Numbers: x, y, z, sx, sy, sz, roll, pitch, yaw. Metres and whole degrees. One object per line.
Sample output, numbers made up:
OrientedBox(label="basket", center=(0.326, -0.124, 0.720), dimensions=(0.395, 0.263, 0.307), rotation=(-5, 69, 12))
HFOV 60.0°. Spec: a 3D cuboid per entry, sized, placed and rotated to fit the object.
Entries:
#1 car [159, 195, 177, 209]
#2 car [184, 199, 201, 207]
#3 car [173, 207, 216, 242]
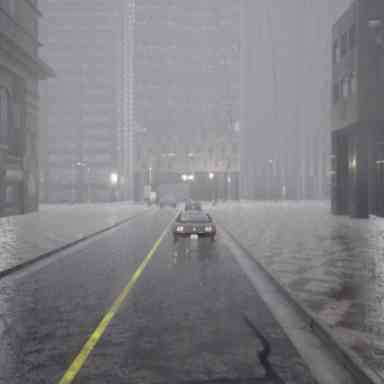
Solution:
OrientedBox(label="car", center=(-3.001, 1.175, 42.497), dimensions=(2.097, 1.767, 4.553), rotation=(0, 0, 0))
OrientedBox(label="car", center=(0.100, 1.539, 38.186), dimensions=(1.812, 1.442, 4.674), rotation=(0, 0, 0))
OrientedBox(label="car", center=(0.099, 1.606, 16.341), dimensions=(1.895, 1.301, 4.718), rotation=(0, 0, 0))
